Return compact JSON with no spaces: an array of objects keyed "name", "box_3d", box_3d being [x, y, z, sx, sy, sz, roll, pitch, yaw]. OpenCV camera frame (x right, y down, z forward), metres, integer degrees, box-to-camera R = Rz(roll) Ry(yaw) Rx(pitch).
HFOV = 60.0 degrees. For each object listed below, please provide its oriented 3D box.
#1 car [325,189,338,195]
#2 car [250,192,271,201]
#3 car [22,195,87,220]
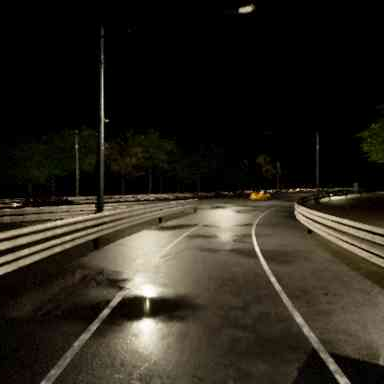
[{"name":"car","box_3d":[35.926,-0.033,85.382,2.033,1.411,5.357,1,2,41]},{"name":"car","box_3d":[12.056,0.731,57.981,1.882,1.535,5.008,1,2,41]},{"name":"car","box_3d":[-12.306,1.283,29.995,2.150,2.045,5.566,1,1,41]}]
